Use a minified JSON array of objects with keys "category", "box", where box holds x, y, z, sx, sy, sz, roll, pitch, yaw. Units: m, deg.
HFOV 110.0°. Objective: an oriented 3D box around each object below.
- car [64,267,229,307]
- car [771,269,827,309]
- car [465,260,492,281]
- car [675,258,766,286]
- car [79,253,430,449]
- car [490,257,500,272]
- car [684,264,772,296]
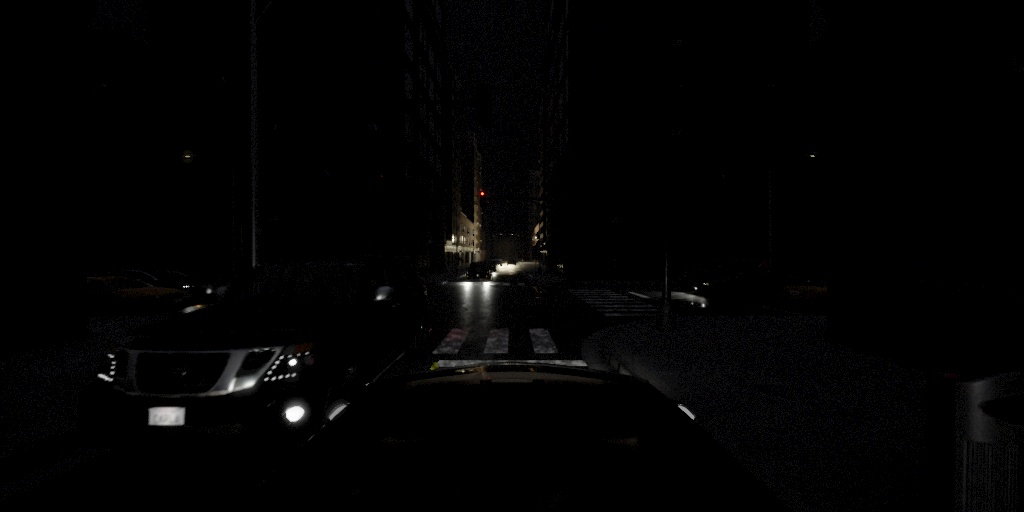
[{"category":"car","box":[-15.481,1.260,15.421,4.902,1.511,2.128,0,0,0]},{"category":"car","box":[12.481,1.280,12.910,4.829,1.417,1.751,0,0,0]},{"category":"car","box":[-2.765,1.248,29.720,1.837,1.490,4.892,0,0,-3]},{"category":"car","box":[12.315,1.032,20.935,5.009,1.841,2.192,0,0,0]},{"category":"car","box":[-2.857,0.970,5.722,2.150,2.045,5.566,0,0,0]},{"category":"car","box":[-2.929,1.212,44.941,1.882,1.535,5.008,0,0,0]},{"category":"car","box":[12.135,1.277,18.359,5.357,1.411,2.033,0,0,3]}]
